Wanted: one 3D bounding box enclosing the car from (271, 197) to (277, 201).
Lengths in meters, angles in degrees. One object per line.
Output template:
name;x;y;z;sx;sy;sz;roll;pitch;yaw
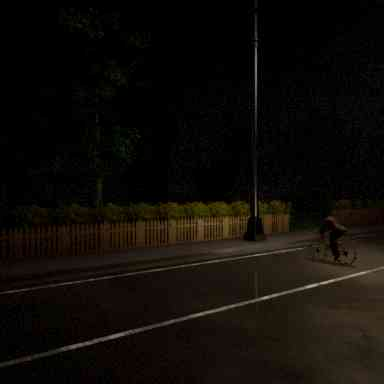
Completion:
car;16.226;1.505;58.844;1.837;1.490;4.892;0;0;-34

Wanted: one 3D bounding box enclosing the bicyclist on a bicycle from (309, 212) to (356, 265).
bicyclist on a bicycle;4.424;1.455;10.607;0.582;1.620;1.656;0;-2;-34
